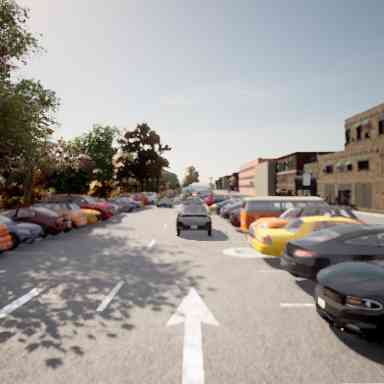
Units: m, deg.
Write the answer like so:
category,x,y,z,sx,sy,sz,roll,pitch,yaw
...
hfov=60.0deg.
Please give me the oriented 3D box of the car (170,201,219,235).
category,x,y,z,sx,sy,sz,roll,pitch,yaw
car,0.105,1.471,18.581,2.128,1.511,4.902,0,0,0

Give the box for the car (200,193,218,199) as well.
category,x,y,z,sx,sy,sz,roll,pitch,yaw
car,4.377,1.120,86.951,4.674,1.452,2.002,0,0,0

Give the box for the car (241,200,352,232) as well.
category,x,y,z,sx,sy,sz,roll,pitch,yaw
car,4.574,1.341,13.616,4.553,1.767,2.185,0,0,0

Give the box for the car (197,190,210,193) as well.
category,x,y,z,sx,sy,sz,roll,pitch,yaw
car,4.211,1.050,92.603,5.366,1.575,1.946,0,0,0

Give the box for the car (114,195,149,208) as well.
category,x,y,z,sx,sy,sz,roll,pitch,yaw
car,-8.496,1.267,47.015,4.553,1.767,2.185,0,0,0

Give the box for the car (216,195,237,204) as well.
category,x,y,z,sx,sy,sz,roll,pitch,yaw
car,4.578,1.317,27.532,4.553,1.767,2.185,0,0,0

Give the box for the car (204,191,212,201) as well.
category,x,y,z,sx,sy,sz,roll,pitch,yaw
car,4.579,1.156,41.449,5.566,2.045,2.435,0,0,0

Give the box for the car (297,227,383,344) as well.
category,x,y,z,sx,sy,sz,roll,pitch,yaw
car,4.546,1.476,5.266,5.008,1.535,2.097,0,0,0

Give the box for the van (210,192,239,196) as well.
category,x,y,z,sx,sy,sz,roll,pitch,yaw
van,4.667,1.189,38.666,4.442,1.987,1.878,0,0,0

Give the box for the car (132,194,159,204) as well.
category,x,y,z,sx,sy,sz,roll,pitch,yaw
car,-8.493,1.228,60.941,4.553,1.767,2.185,0,0,0

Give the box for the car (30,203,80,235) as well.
category,x,y,z,sx,sy,sz,roll,pitch,yaw
car,-8.531,1.464,16.380,5.008,1.535,2.097,0,0,0

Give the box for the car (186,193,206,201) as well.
category,x,y,z,sx,sy,sz,roll,pitch,yaw
car,0.108,1.297,34.635,2.097,1.767,4.553,0,0,0

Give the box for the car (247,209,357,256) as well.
category,x,y,z,sx,sy,sz,roll,pitch,yaw
car,4.728,1.467,10.833,5.366,1.575,1.946,0,0,0

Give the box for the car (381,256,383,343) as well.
category,x,y,z,sx,sy,sz,roll,pitch,yaw
car,4.535,1.478,2.482,5.008,1.535,2.097,0,0,0

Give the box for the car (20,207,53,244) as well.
category,x,y,z,sx,sy,sz,roll,pitch,yaw
car,-8.540,1.507,13.596,4.674,1.452,2.002,0,0,0

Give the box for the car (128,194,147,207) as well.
category,x,y,z,sx,sy,sz,roll,pitch,yaw
car,-8.715,1.405,41.321,5.366,1.575,1.946,0,0,0

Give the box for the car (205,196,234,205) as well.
category,x,y,z,sx,sy,sz,roll,pitch,yaw
car,4.525,1.398,55.366,4.792,1.488,2.163,0,0,0

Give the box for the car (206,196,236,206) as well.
category,x,y,z,sx,sy,sz,roll,pitch,yaw
car,4.551,1.416,52.583,4.674,1.452,2.002,0,0,0

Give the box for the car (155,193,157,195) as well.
category,x,y,z,sx,sy,sz,roll,pitch,yaw
car,-8.557,1.244,55.245,4.553,1.767,2.185,0,0,0

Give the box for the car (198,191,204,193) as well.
category,x,y,z,sx,sy,sz,roll,pitch,yaw
car,4.342,1.123,84.124,4.792,1.488,2.163,0,0,0

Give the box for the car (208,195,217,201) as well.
category,x,y,z,sx,sy,sz,roll,pitch,yaw
car,4.555,1.423,35.883,4.892,1.521,2.231,0,0,0

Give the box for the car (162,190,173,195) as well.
category,x,y,z,sx,sy,sz,roll,pitch,yaw
car,-8.160,0.941,89.777,4.553,1.767,2.185,0,0,0

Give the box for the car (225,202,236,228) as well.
category,x,y,z,sx,sy,sz,roll,pitch,yaw
car,4.574,1.488,19.183,4.792,1.488,2.163,0,0,0

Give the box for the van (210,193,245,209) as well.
category,x,y,z,sx,sy,sz,roll,pitch,yaw
van,4.668,1.174,44.108,4.442,1.987,1.878,0,0,0

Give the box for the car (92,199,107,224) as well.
category,x,y,z,sx,sy,sz,roll,pitch,yaw
car,-8.539,1.454,21.950,5.008,1.535,2.097,0,0,0

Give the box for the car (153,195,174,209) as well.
category,x,y,z,sx,sy,sz,roll,pitch,yaw
car,-3.577,1.485,43.803,1.994,1.385,4.181,0,0,0

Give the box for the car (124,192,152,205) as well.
category,x,y,z,sx,sy,sz,roll,pitch,yaw
car,-8.557,1.149,44.105,5.566,2.045,2.435,0,0,0

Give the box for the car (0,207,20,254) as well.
category,x,y,z,sx,sy,sz,roll,pitch,yaw
car,-8.506,1.345,10.811,4.553,1.767,2.185,0,0,0

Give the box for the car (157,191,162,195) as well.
category,x,y,z,sx,sy,sz,roll,pitch,yaw
car,-8.554,1.110,58.155,5.566,2.045,2.435,0,0,0

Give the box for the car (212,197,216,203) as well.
category,x,y,z,sx,sy,sz,roll,pitch,yaw
car,4.541,1.437,30.317,4.892,1.521,2.231,0,0,0

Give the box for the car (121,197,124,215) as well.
category,x,y,z,sx,sy,sz,roll,pitch,yaw
car,-8.539,1.445,27.521,4.892,1.521,2.231,0,0,0

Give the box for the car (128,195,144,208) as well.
category,x,y,z,sx,sy,sz,roll,pitch,yaw
car,-8.535,1.415,38.661,5.008,1.535,2.097,0,0,0

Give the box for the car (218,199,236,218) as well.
category,x,y,z,sx,sy,sz,roll,pitch,yaw
car,4.543,1.488,24.750,4.674,1.452,2.002,0,0,0

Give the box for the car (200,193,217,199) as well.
category,x,y,z,sx,sy,sz,roll,pitch,yaw
car,4.386,1.106,89.777,4.674,1.452,2.002,0,0,0

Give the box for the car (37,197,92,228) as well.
category,x,y,z,sx,sy,sz,roll,pitch,yaw
car,-8.503,1.334,19.165,4.553,1.767,2.185,0,0,0

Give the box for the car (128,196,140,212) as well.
category,x,y,z,sx,sy,sz,roll,pitch,yaw
car,-8.501,1.452,35.875,4.792,1.488,2.163,0,0,0

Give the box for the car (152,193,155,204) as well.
category,x,y,z,sx,sy,sz,roll,pitch,yaw
car,-8.558,1.252,52.460,4.553,1.767,2.185,0,0,0

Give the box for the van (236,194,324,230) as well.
category,x,y,z,sx,sy,sz,roll,pitch,yaw
van,4.661,1.237,16.336,4.442,1.987,1.878,0,0,0

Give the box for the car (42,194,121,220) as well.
category,x,y,z,sx,sy,sz,roll,pitch,yaw
car,-8.506,1.197,24.736,5.566,2.045,2.435,0,0,0

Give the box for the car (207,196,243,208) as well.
category,x,y,z,sx,sy,sz,roll,pitch,yaw
car,4.559,1.393,47.016,4.892,1.521,2.231,0,0,0

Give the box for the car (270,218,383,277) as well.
category,x,y,z,sx,sy,sz,roll,pitch,yaw
car,4.539,1.514,8.050,4.674,1.452,2.002,0,0,0

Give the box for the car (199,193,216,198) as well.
category,x,y,z,sx,sy,sz,roll,pitch,yaw
car,4.410,1.040,95.429,5.008,1.535,2.097,0,0,0

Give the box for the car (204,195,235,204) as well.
category,x,y,z,sx,sy,sz,roll,pitch,yaw
car,4.741,1.358,58.149,5.366,1.575,1.946,0,0,0

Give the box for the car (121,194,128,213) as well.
category,x,y,z,sx,sy,sz,roll,pitch,yaw
car,-8.564,1.311,30.306,4.553,1.767,2.185,0,0,0
